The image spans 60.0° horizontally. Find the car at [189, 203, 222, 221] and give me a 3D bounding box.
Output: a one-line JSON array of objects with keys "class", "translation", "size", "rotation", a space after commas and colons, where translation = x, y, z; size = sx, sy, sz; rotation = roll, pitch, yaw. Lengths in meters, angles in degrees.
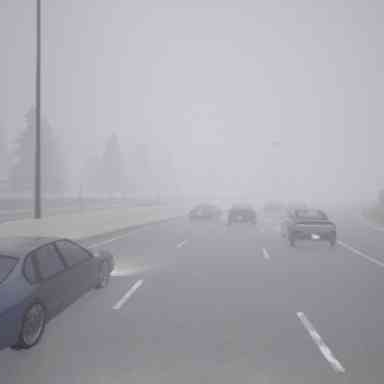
[{"class": "car", "translation": [1.194, 1.629, 27.738], "size": [1.994, 1.385, 4.181], "rotation": [0, 0, 17]}]

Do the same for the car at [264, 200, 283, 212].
[{"class": "car", "translation": [9.961, 1.646, 40.103], "size": [1.812, 1.442, 4.674], "rotation": [0, 0, 26]}]

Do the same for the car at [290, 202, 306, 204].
[{"class": "car", "translation": [10.770, 1.709, 33.642], "size": [1.895, 1.301, 4.718], "rotation": [0, 0, 23]}]

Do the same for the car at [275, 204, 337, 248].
[{"class": "car", "translation": [5.235, 1.542, 15.304], "size": [2.128, 1.511, 4.902], "rotation": [0, 0, 10]}]

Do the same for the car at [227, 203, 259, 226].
[{"class": "car", "translation": [3.820, 1.543, 24.370], "size": [1.882, 1.535, 5.008], "rotation": [0, 0, 15]}]

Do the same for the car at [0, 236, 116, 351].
[{"class": "car", "translation": [-3.068, 1.551, 6.205], "size": [2.033, 1.411, 5.357], "rotation": [0, 0, 4]}]

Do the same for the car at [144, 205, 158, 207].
[{"class": "car", "translation": [-5.955, 1.687, 47.848], "size": [1.895, 1.301, 4.718], "rotation": [0, 0, 27]}]

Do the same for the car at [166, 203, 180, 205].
[{"class": "car", "translation": [-2.325, 1.697, 47.301], "size": [1.895, 1.301, 4.718], "rotation": [0, 0, 28]}]
